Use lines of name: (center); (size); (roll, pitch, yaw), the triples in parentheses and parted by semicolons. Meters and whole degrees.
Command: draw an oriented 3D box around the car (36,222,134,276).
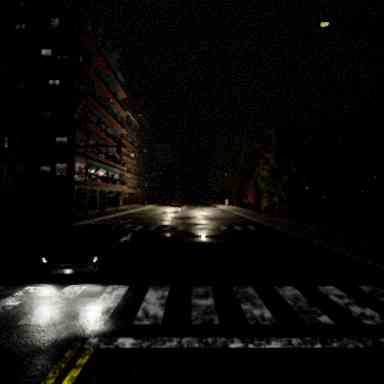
car: (-3.261, 1.762, 11.397); (2.033, 1.411, 5.357); (-1, -1, 0)

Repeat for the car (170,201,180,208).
car: (-3.272, 2.500, 66.224); (1.812, 1.442, 4.674); (0, 0, 0)
